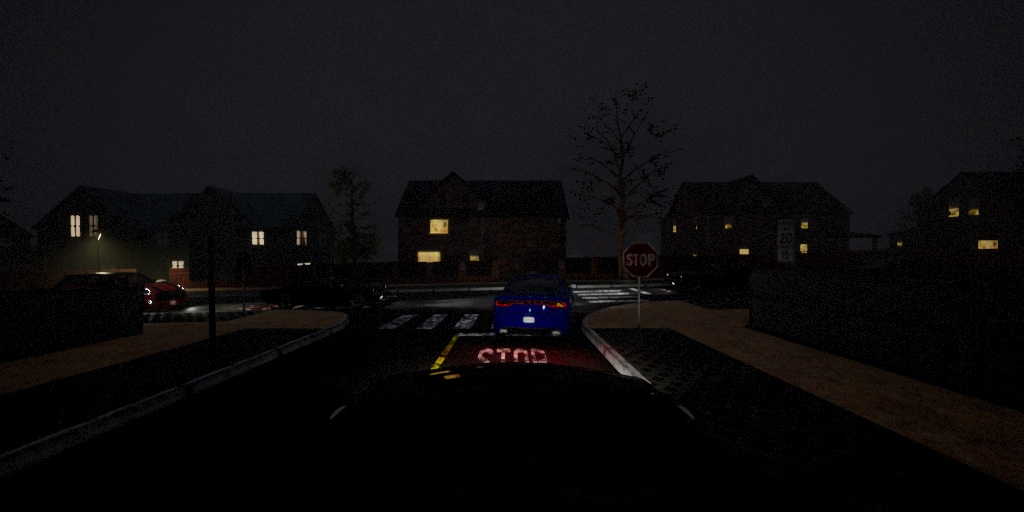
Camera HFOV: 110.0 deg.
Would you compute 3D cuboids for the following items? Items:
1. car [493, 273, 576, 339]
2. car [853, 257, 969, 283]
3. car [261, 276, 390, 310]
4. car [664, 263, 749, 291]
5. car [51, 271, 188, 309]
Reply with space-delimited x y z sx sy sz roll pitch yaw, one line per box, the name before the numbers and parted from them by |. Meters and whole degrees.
car | 0.785 1.226 10.182 1.882 1.535 5.008 0 0 10
car | 20.053 0.753 18.357 5.357 1.411 2.033 -1 1 0
car | -7.814 1.506 15.388 4.718 1.301 1.895 -1 1 0
car | 10.408 1.034 18.319 4.718 1.301 1.895 -1 1 -1
car | -16.801 1.471 15.379 4.553 1.767 2.097 -1 1 0
